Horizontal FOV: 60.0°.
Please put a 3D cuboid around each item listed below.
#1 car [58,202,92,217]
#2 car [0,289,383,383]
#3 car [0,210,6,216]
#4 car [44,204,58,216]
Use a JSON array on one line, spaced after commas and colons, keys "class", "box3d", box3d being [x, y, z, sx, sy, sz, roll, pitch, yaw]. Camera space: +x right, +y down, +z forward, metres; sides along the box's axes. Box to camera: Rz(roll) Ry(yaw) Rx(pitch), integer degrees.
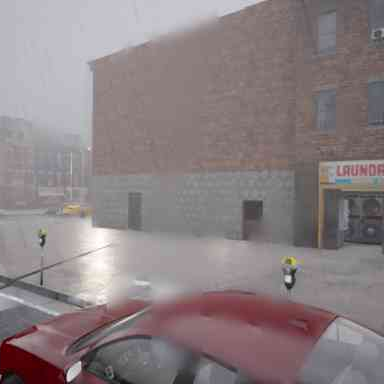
[{"class": "car", "box3d": [-11.464, 1.873, 36.112, 1.882, 1.535, 5.008, 1, 0, 36]}, {"class": "car", "box3d": [0.132, 1.544, 2.704, 4.507, 1.381, 1.887, 0, 1, 36]}, {"class": "car", "box3d": [-19.600, 1.828, 29.867, 1.895, 1.301, 4.718, 1, 0, 37]}, {"class": "car", "box3d": [-14.107, 1.856, 37.495, 1.837, 1.490, 4.892, 1, 0, 36]}]
